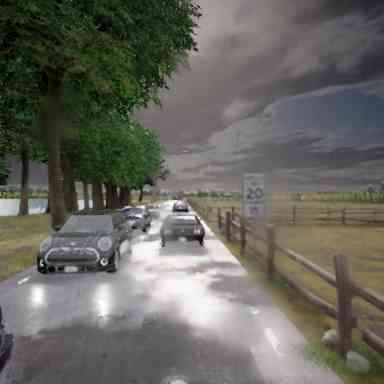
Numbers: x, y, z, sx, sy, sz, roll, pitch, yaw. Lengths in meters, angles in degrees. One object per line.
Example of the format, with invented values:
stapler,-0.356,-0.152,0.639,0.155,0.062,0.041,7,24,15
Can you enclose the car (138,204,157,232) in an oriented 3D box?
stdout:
car,-3.585,1.625,20.857,2.128,1.511,4.902,0,0,-2

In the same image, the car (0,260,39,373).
car,-2.860,1.578,1.441,2.033,1.411,5.357,0,0,-2

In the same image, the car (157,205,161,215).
car,-3.934,1.809,30.898,1.895,1.301,4.718,0,0,-1

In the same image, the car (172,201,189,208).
car,-1.429,1.832,41.394,1.994,1.385,4.181,0,0,-2

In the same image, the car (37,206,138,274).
car,-3.216,1.426,10.864,2.097,1.767,4.553,0,0,-2

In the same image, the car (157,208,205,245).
car,-0.462,1.676,15.848,1.895,1.301,4.718,0,0,-2
